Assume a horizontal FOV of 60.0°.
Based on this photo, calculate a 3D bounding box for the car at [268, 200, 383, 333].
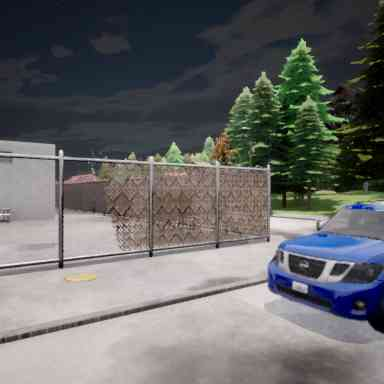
[{"bbox_3d":[4.164,1.219,6.983,5.566,2.045,2.150,0,0,-31],"label":"car"}]
